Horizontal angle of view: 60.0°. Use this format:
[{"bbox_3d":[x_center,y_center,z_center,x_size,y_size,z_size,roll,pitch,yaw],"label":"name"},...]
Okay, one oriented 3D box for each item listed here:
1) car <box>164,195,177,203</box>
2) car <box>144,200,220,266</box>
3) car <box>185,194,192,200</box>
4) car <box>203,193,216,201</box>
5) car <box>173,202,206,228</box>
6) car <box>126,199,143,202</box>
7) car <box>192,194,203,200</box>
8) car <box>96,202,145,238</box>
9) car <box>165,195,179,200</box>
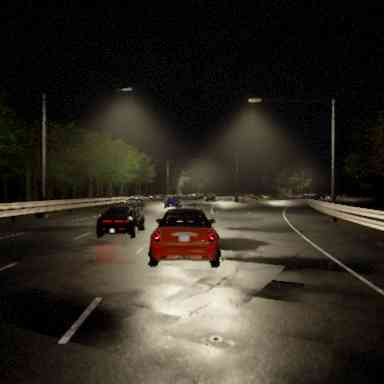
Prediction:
[{"bbox_3d":[-4.150,1.391,64.868,1.812,1.442,4.674,0,0,7],"label":"car"},{"bbox_3d":[-0.223,1.347,11.636,2.097,1.767,4.553,0,0,0],"label":"car"},{"bbox_3d":[-0.556,1.345,89.965,2.033,1.411,5.357,0,0,10],"label":"car"},{"bbox_3d":[4.425,1.219,76.859,2.097,1.767,4.553,0,0,8],"label":"car"},{"bbox_3d":[-0.108,1.527,23.179,2.033,1.411,5.357,0,0,1],"label":"car"},{"bbox_3d":[-6.498,1.481,37.245,1.994,1.385,4.181,0,0,3],"label":"car"},{"bbox_3d":[2.018,1.188,84.180,2.097,1.767,4.553,0,0,10],"label":"car"},{"bbox_3d":[-3.583,1.482,17.428,1.837,1.490,4.892,0,0,0],"label":"car"},{"bbox_3d":[-2.508,1.446,43.981,1.812,1.442,4.674,0,0,4],"label":"car"}]
